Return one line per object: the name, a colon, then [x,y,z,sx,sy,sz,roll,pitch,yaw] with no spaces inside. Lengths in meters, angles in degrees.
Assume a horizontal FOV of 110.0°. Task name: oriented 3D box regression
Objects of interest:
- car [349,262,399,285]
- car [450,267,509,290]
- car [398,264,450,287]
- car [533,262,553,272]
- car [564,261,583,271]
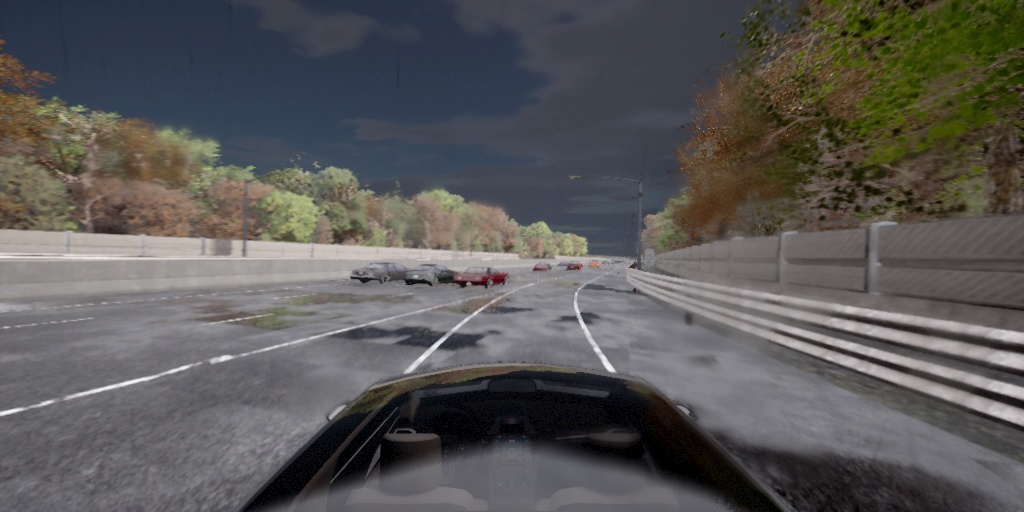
car: [-8.426,1.121,24.265,2.033,1.411,5.357,1,0,19]
car: [-1.711,1.307,22.246,1.895,1.301,4.718,1,0,19]
car: [-5.082,1.204,23.226,1.994,1.385,4.181,1,0,19]
car: [4.428,1.497,50.859,1.994,1.385,4.181,1,0,19]
car: [9.817,1.540,55.743,1.882,1.535,5.008,1,0,19]
